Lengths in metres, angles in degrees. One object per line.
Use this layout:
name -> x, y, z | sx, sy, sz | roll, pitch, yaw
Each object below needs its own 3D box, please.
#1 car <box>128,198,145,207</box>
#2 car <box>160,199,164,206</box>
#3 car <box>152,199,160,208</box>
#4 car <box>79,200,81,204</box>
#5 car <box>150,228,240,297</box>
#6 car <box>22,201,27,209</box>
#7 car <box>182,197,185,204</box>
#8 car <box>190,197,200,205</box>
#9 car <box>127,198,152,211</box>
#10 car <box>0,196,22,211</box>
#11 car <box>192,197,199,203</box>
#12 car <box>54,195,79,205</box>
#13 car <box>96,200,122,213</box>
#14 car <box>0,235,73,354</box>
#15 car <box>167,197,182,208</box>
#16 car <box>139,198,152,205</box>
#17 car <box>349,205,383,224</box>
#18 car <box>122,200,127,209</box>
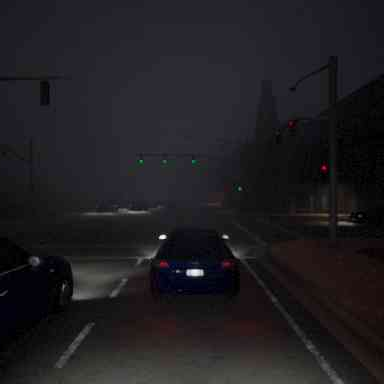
car -> -10.242, 1.917, 61.254 | 2.128, 1.511, 4.902 | 0, 0, 2
car -> -6.646, 2.011, 64.291 | 1.994, 1.385, 4.181 | 0, 0, 1
car -> -6.937, 1.904, 54.377 | 1.812, 1.442, 4.674 | 0, 0, 2
car -> -24.893, 1.868, 68.082 | 3.806, 1.475, 1.970 | 0, 0, 0
car -> 0.062, 1.626, 8.770 | 1.994, 1.385, 4.181 | 0, 0, 0
car -> -24.892, 1.473, 45.566 | 3.866, 1.878, 1.905 | 0, 0, 0
car -> -2.620, 2.070, 82.054 | 1.837, 1.490, 4.892 | 0, 0, 2
car -> 0.616, 2.036, 72.147 | 2.033, 1.411, 5.357 | 0, 0, 2
car -> -7.149, 1.881, 45.616 | 1.994, 1.385, 4.181 | 0, 0, 2
car -> -24.949, 1.450, 42.672 | 4.605, 1.855, 1.932 | 0, 0, 0
car -> 0.901, 1.970, 82.792 | 1.882, 1.535, 5.008 | 0, 0, 2
car -> -24.907, 1.609, 65.189 | 3.866, 1.878, 1.905 | 0, 0, 0
car -> -10.715, 1.800, 42.409 | 1.837, 1.490, 4.892 | 0, 0, 1
car -> -3.434, 1.386, 4.828 | 2.097, 1.767, 4.553 | 0, 0, 0
car -> -3.200, 1.957, 56.593 | 1.994, 1.385, 4.181 | 0, 0, 2
car -> -9.910, 2.043, 71.295 | 1.994, 1.385, 4.181 | 0, 0, 2
car -> 15.253, 1.729, 25.963 | 5.357, 1.411, 2.033 | 0, 0, 0
car -> -10.503, 1.921, 51.317 | 1.994, 1.385, 4.181 | 0, 0, 4
